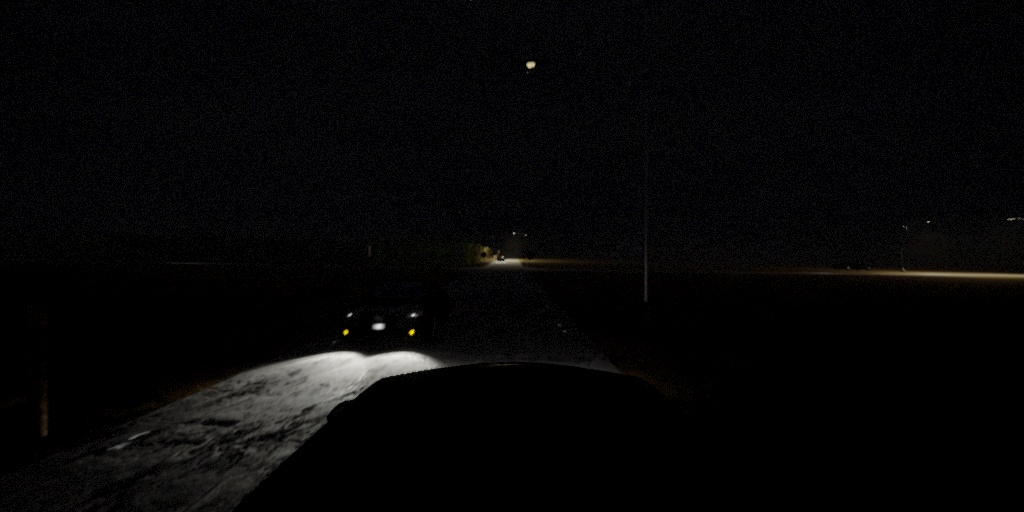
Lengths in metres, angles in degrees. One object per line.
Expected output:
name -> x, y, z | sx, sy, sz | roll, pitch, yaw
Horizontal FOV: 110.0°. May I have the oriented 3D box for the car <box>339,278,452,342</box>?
car -> -2.847, 1.312, 9.643 | 1.994, 1.385, 4.181 | 0, 0, 0
